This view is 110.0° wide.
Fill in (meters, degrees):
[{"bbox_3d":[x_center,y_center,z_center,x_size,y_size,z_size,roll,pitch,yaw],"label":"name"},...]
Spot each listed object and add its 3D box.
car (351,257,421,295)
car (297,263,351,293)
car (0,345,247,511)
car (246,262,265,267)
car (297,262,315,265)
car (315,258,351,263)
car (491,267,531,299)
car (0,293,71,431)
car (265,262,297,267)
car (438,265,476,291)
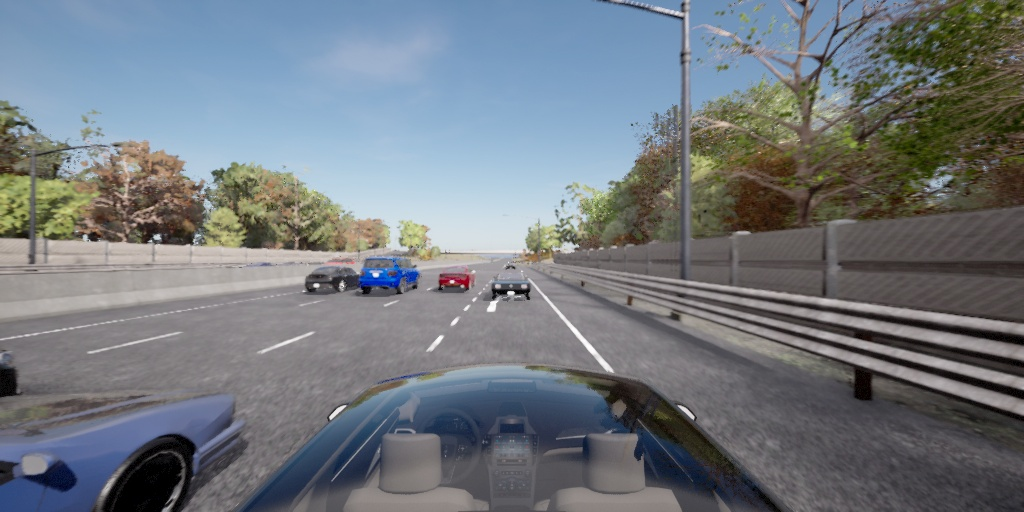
[{"bbox_3d":[-6.962,1.076,20.999,2.150,2.045,5.566,0,0,0],"label":"car"},{"bbox_3d":[-10.463,1.354,21.595,1.837,1.490,4.892,0,0,0],"label":"car"},{"bbox_3d":[-3.397,1.283,0.847,2.033,1.411,5.357,0,0,0],"label":"car"},{"bbox_3d":[-31.687,1.493,45.090,1.812,1.442,4.674,0,0,0],"label":"car"},{"bbox_3d":[-24.694,1.495,45.647,1.837,1.490,4.892,0,0,0],"label":"car"},{"bbox_3d":[-21.204,1.207,43.841,2.150,2.045,5.566,0,0,0],"label":"car"},{"bbox_3d":[-0.054,1.460,18.872,1.895,1.301,4.718,0,0,0],"label":"car"},{"bbox_3d":[-6.901,1.226,2.288,2.128,1.511,4.902,0,0,0],"label":"car"},{"bbox_3d":[-28.190,1.470,45.382,2.128,1.511,4.902,0,0,0],"label":"car"},{"bbox_3d":[-3.467,1.357,23.228,1.882,1.535,5.008,0,0,0],"label":"car"}]
